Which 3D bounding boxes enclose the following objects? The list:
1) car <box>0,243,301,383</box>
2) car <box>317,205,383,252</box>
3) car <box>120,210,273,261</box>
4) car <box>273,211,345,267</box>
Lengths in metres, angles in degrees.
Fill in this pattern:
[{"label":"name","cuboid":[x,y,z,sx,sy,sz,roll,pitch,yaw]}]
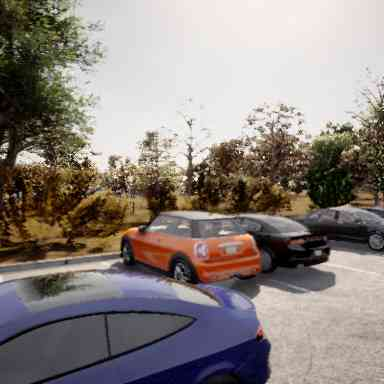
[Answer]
[{"label":"car","cuboid":[-1.355,1.510,2.784,4.674,1.442,1.812,0,0,-33]},{"label":"car","cuboid":[6.715,1.424,13.977,2.231,1.521,4.892,0,0,-34]},{"label":"car","cuboid":[-0.296,1.311,9.220,2.185,1.767,4.553,0,0,-34]},{"label":"car","cuboid":[1.930,1.432,10.748,2.097,1.535,5.008,0,0,-34]}]
